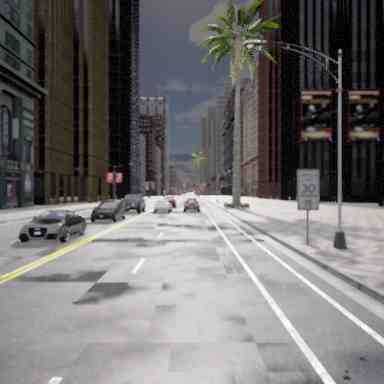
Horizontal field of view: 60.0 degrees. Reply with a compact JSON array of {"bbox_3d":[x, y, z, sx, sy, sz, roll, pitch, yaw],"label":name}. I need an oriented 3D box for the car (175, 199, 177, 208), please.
[{"bbox_3d":[-3.259,1.494,48.540,1.882,1.535,5.008,0,0,0],"label":"car"}]

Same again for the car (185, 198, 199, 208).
[{"bbox_3d":[-0.015,1.564,48.851,2.033,1.411,5.357,0,0,0],"label":"car"}]

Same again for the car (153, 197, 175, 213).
[{"bbox_3d":[-3.263,1.538,37.635,1.812,1.442,4.674,0,0,0],"label":"car"}]

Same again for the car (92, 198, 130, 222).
[{"bbox_3d":[-6.510,1.486,26.386,1.882,1.535,5.008,0,0,0],"label":"car"}]

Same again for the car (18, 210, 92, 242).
[{"bbox_3d":[-6.591,1.569,16.164,1.994,1.385,4.181,0,0,0],"label":"car"}]

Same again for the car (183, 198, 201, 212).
[{"bbox_3d":[-0.014,1.538,38.488,1.812,1.442,4.674,0,0,0],"label":"car"}]

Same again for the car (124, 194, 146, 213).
[{"bbox_3d":[-6.513,1.234,37.000,2.150,2.045,5.566,0,0,0],"label":"car"}]
